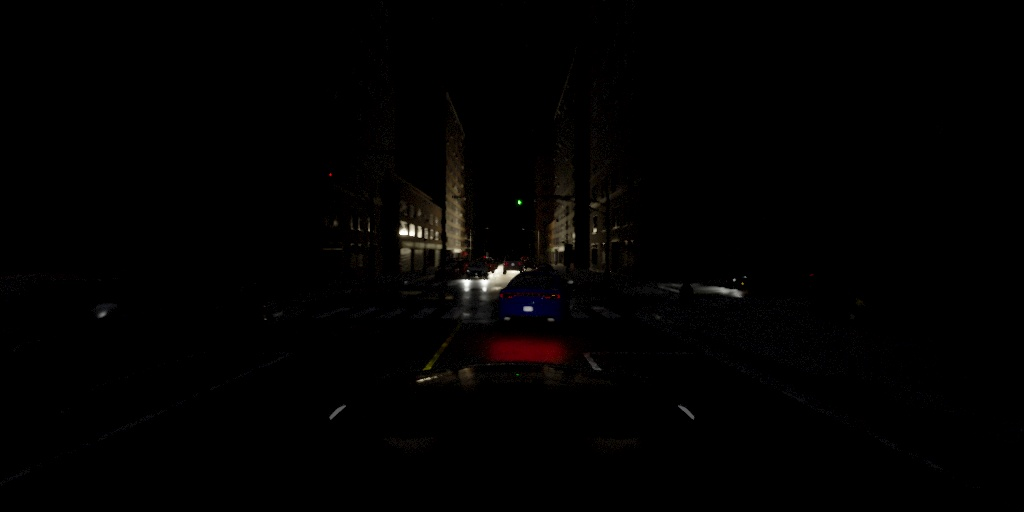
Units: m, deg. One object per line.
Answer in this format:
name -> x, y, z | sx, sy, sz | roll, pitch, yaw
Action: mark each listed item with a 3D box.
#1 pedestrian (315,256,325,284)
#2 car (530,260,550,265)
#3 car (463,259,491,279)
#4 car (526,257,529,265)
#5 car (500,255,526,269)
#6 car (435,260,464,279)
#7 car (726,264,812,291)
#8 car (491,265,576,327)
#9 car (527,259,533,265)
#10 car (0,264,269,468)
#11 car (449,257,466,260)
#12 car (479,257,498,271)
pedestrian -> -12.549, 0.880, 23.417 | 0.375, 1.860, 0.375 | 0, 1, 0
car -> 2.852, 1.316, 31.923 | 1.802, 1.307, 4.207 | 0, 0, 0
car -> -3.107, 1.260, 32.432 | 1.812, 1.442, 4.674 | 0, 0, -3
car -> 2.849, 1.285, 54.176 | 1.888, 1.381, 4.507 | 0, 0, 0
car -> 0.095, 0.956, 40.860 | 2.150, 2.045, 5.566 | 0, 0, 0
car -> -5.674, 1.315, 31.894 | 1.802, 1.307, 4.207 | 0, 0, 0
car -> 14.678, 1.179, 20.487 | 4.181, 1.385, 1.994 | 0, 1, 0
car -> 0.937, 1.222, 11.715 | 1.882, 1.535, 5.008 | -1, 0, 12
car -> 2.851, 1.260, 37.656 | 1.751, 1.417, 4.829 | 0, 0, 0
car -> -5.669, 1.061, 4.895 | 2.192, 1.841, 5.009 | 0, 0, 0
car -> -5.675, 1.048, 37.459 | 2.192, 1.841, 5.009 | 0, 0, 0
car -> -3.091, 1.087, 42.127 | 2.097, 1.767, 4.553 | 0, 0, 0
